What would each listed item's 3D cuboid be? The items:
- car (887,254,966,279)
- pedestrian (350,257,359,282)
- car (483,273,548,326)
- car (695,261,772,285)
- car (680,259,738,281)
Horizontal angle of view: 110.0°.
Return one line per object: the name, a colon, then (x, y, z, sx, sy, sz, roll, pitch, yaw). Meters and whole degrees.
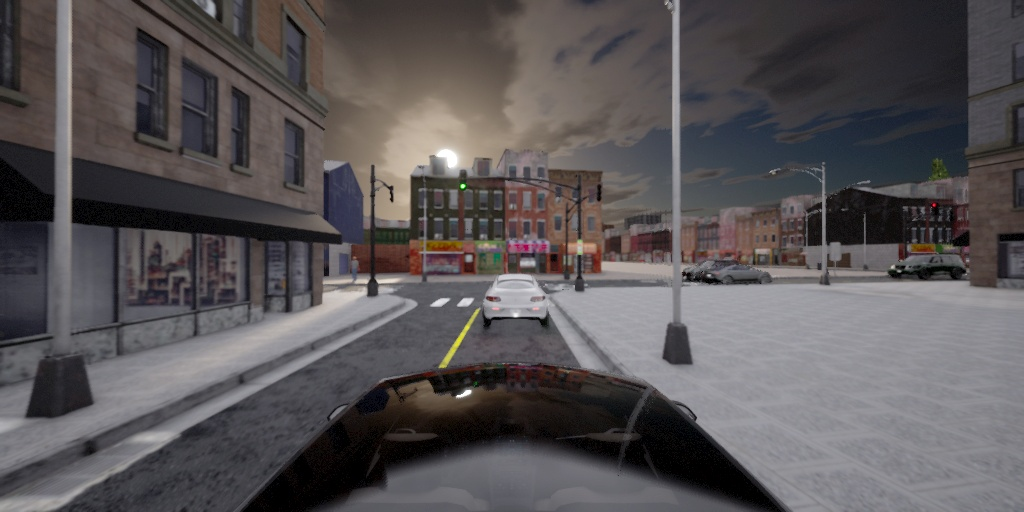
car: (34.551, 0.889, 29.919, 5.566, 2.045, 2.150, 0, 0, -9)
pedestrian: (-11.197, 0.930, 25.509, 0.375, 1.860, 0.375, 0, 0, -9)
car: (0.105, 1.270, 11.542, 1.812, 1.442, 4.674, 0, 0, 0)
car: (14.908, 1.249, 23.859, 4.181, 1.385, 1.994, 0, 0, -9)
car: (14.988, 1.051, 26.825, 4.553, 1.767, 2.097, 0, 0, -9)
